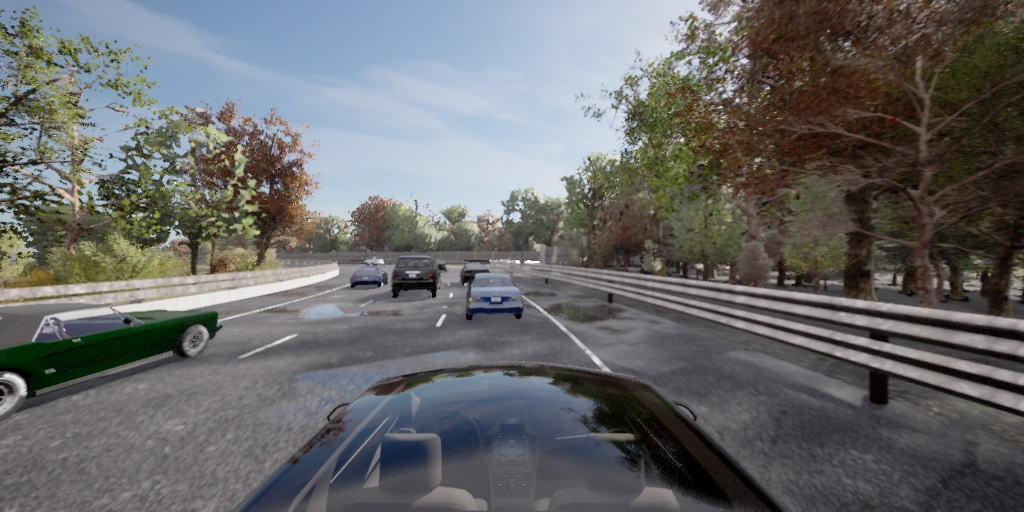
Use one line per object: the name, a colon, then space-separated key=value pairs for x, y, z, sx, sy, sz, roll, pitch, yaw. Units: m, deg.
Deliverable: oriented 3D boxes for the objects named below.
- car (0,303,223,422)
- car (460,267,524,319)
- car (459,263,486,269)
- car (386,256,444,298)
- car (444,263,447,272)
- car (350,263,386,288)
car: x=-7.109 y=1.379 z=5.573 sx=1.895 sy=1.301 sz=4.718 roll=0 pitch=0 yaw=-2
car: x=-0.734 y=1.311 z=12.920 sx=2.033 sy=1.411 sz=5.357 roll=0 pitch=0 yaw=-6
car: x=-2.750 y=1.260 z=26.168 sx=1.882 sy=1.535 sz=5.008 roll=0 pitch=0 yaw=-11
car: x=-4.987 y=1.005 z=19.204 sx=2.150 sy=2.045 sz=5.566 roll=0 pitch=0 yaw=-9
car: x=-9.893 y=1.331 z=46.976 sx=1.837 sy=1.490 sz=4.892 roll=0 pitch=0 yaw=-24
car: x=-9.681 y=1.369 z=24.578 sx=1.994 sy=1.385 sz=4.181 roll=0 pitch=0 yaw=-13
